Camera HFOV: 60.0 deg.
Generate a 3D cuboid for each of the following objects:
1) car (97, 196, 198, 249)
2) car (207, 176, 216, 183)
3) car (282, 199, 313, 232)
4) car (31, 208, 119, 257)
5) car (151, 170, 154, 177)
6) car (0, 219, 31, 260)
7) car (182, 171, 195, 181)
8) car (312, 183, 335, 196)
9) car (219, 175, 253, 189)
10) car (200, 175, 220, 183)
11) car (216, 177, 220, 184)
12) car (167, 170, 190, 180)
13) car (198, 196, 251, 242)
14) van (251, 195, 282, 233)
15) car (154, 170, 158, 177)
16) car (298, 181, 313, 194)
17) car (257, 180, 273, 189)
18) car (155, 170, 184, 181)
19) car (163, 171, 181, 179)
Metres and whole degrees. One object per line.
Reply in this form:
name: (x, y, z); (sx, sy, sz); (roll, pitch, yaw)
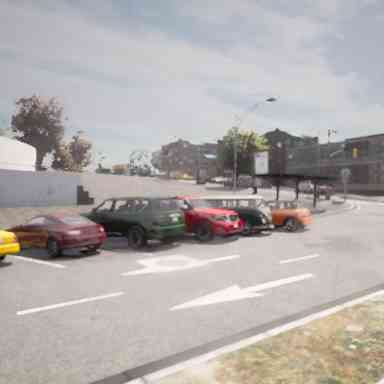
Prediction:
car: (-2.854, 1.203, 14.497); (5.566, 2.045, 2.435); (-1, 0, 35)
car: (5.591, -2.397, 67.857); (2.002, 1.452, 4.674); (7, 4, 35)
car: (4.599, 1.274, 19.635); (4.553, 1.767, 2.185); (-1, 0, 35)
car: (-5.277, 1.513, 12.737); (4.674, 1.452, 2.002); (-1, 0, 35)
car: (-8.451, -4.716, 87.339); (2.435, 2.045, 5.566); (1, -1, 34)
car: (-7.880, 1.491, 11.105); (5.366, 1.575, 1.946); (-1, 0, 34)
car: (-1.281, -3.531, 77.813); (1.946, 1.575, 5.366); (6, 3, 34)
car: (19.433, -0.214, 48.147); (2.002, 1.452, 4.674); (6, 3, 35)
car: (6.797, -1.264, 50.631); (1.812, 1.442, 4.674); (2, 4, -36)
car: (3.842, -2.670, 70.315); (2.002, 1.452, 4.674); (6, 4, 35)
car: (7.427, -2.166, 65.541); (1.946, 1.575, 5.366); (6, 3, 35)
car: (-3.139, -4.052, 80.067); (2.435, 2.045, 5.566); (7, 4, 34)
car: (-0.343, 1.185, 16.206); (5.566, 2.045, 2.435); (-1, -1, 35)
van: (2.192, 1.191, 17.881); (4.442, 1.987, 1.878); (-1, -1, 35)
car: (-6.674, -4.439, 84.995); (2.185, 1.767, 4.553); (4, 1, 33)
car: (17.735, -0.777, 50.614); (2.435, 2.045, 5.566); (7, 3, 35)
car: (12.508, -1.344, 57.988); (2.231, 1.521, 4.892); (6, 3, 35)
car: (-4.555, -3.010, 66.561); (2.033, 1.411, 5.357); (2, 4, -36)
car: (-4.938, -4.204, 82.529); (2.185, 1.767, 4.553); (6, 3, 34)
